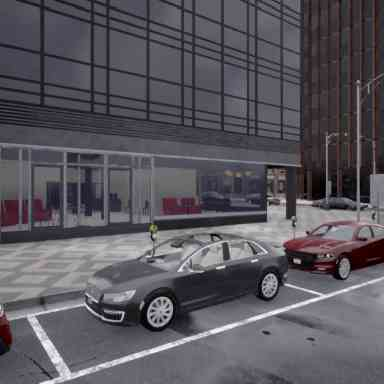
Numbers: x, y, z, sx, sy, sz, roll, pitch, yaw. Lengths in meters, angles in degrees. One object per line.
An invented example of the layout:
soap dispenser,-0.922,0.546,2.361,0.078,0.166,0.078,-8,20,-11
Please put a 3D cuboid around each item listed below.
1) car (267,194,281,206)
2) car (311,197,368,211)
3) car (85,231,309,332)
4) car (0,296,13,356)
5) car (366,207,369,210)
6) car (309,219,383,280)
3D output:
car,8.985,0.961,42.144,1.837,1.490,4.892,0,1,-36
car,14.916,1.203,33.781,2.033,1.411,5.357,0,1,-41
car,0.106,1.551,6.729,4.403,1.369,2.008,0,0,-36
car,-4.335,1.440,3.558,4.097,1.590,1.967,0,0,-36
car,8.988,1.441,13.072,4.097,1.590,1.967,0,0,-36
car,4.547,1.545,9.901,4.507,1.381,1.887,0,0,-36
